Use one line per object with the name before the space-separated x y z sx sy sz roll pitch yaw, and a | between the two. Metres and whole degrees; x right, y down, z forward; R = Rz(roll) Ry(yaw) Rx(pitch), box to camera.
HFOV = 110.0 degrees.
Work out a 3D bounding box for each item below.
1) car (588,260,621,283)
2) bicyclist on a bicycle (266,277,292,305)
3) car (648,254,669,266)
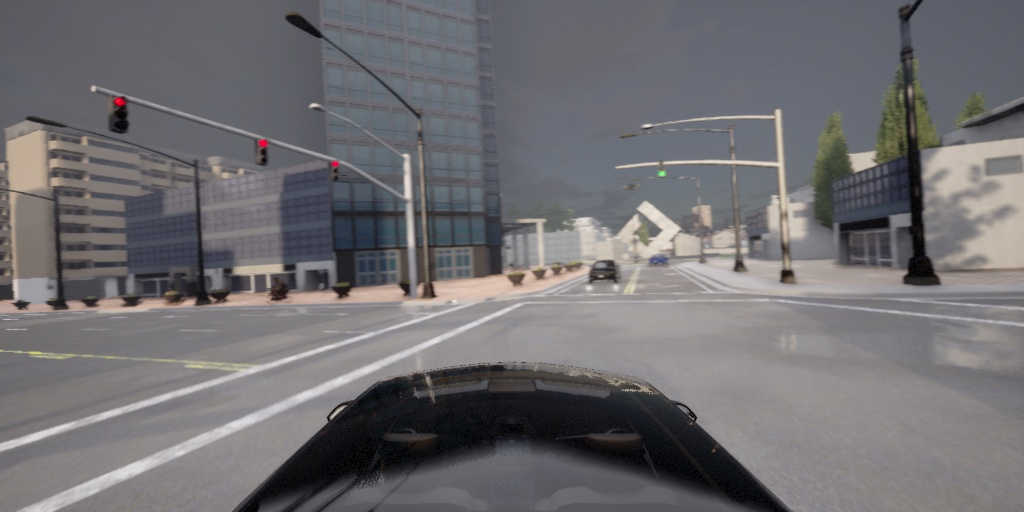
car | 6.568 1.002 25.265 1.882 1.535 5.008 -3 0 21
bicyclist on a bicycle | -14.266 2.123 21.968 0.582 1.620 1.656 -4 -1 20
car | 19.233 0.441 46.956 1.882 1.535 5.008 -3 0 32
